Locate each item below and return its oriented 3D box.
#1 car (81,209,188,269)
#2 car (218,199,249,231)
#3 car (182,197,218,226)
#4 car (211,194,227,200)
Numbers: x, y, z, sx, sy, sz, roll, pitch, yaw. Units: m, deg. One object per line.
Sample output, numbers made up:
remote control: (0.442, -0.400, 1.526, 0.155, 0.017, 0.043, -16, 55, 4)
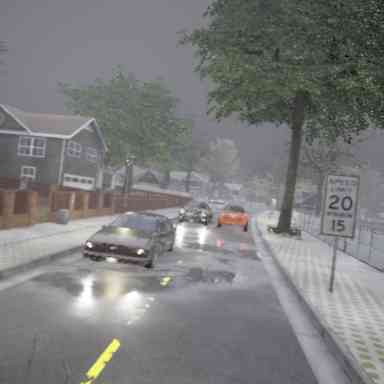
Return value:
car: (-1.676, 1.399, 11.139, 2.033, 1.411, 5.357, 6, 0, 7)
car: (3.229, 1.777, 25.304, 2.097, 1.767, 4.553, 6, 0, 9)
car: (0.405, 1.475, 25.339, 2.097, 1.767, 4.553, 6, 0, 10)
car: (3.173, 1.323, 40.216, 2.150, 2.045, 5.566, 6, 0, 11)
